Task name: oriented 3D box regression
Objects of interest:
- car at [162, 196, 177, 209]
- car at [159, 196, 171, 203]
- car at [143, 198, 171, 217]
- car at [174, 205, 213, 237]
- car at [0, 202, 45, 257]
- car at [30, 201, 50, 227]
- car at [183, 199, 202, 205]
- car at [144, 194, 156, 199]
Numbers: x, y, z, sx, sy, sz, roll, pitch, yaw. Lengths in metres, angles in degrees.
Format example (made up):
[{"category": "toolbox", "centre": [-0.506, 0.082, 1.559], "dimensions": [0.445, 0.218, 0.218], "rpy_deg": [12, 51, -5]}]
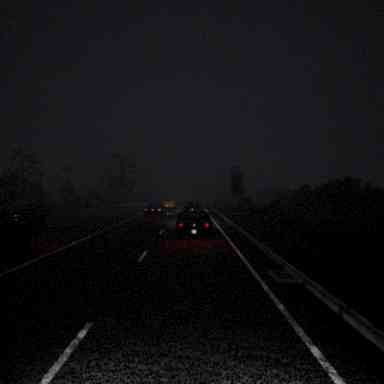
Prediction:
[{"category": "car", "centre": [-3.320, 1.598, 48.150], "dimensions": [1.882, 1.535, 5.008], "rpy_deg": [0, 0, 1]}, {"category": "car", "centre": [-6.005, 1.682, 75.379], "dimensions": [2.033, 1.411, 5.357], "rpy_deg": [0, 0, 3]}, {"category": "car", "centre": [-3.489, 1.628, 32.002], "dimensions": [2.033, 1.411, 5.357], "rpy_deg": [0, 0, 0]}, {"category": "car", "centre": [0.101, 1.647, 18.475], "dimensions": [1.895, 1.301, 4.718], "rpy_deg": [0, 0, 0]}, {"category": "car", "centre": [-7.050, 1.381, 11.018], "dimensions": [2.097, 1.767, 4.553], "rpy_deg": [0, 0, 0]}, {"category": "car", "centre": [-10.500, 1.404, 20.286], "dimensions": [2.097, 1.767, 4.553], "rpy_deg": [0, 0, 0]}, {"category": "car", "centre": [0.084, 1.600, 37.525], "dimensions": [1.837, 1.490, 4.892], "rpy_deg": [0, 0, 1]}, {"category": "car", "centre": [-9.501, 1.365, 75.563], "dimensions": [2.150, 2.045, 5.566], "rpy_deg": [0, 0, 3]}]
